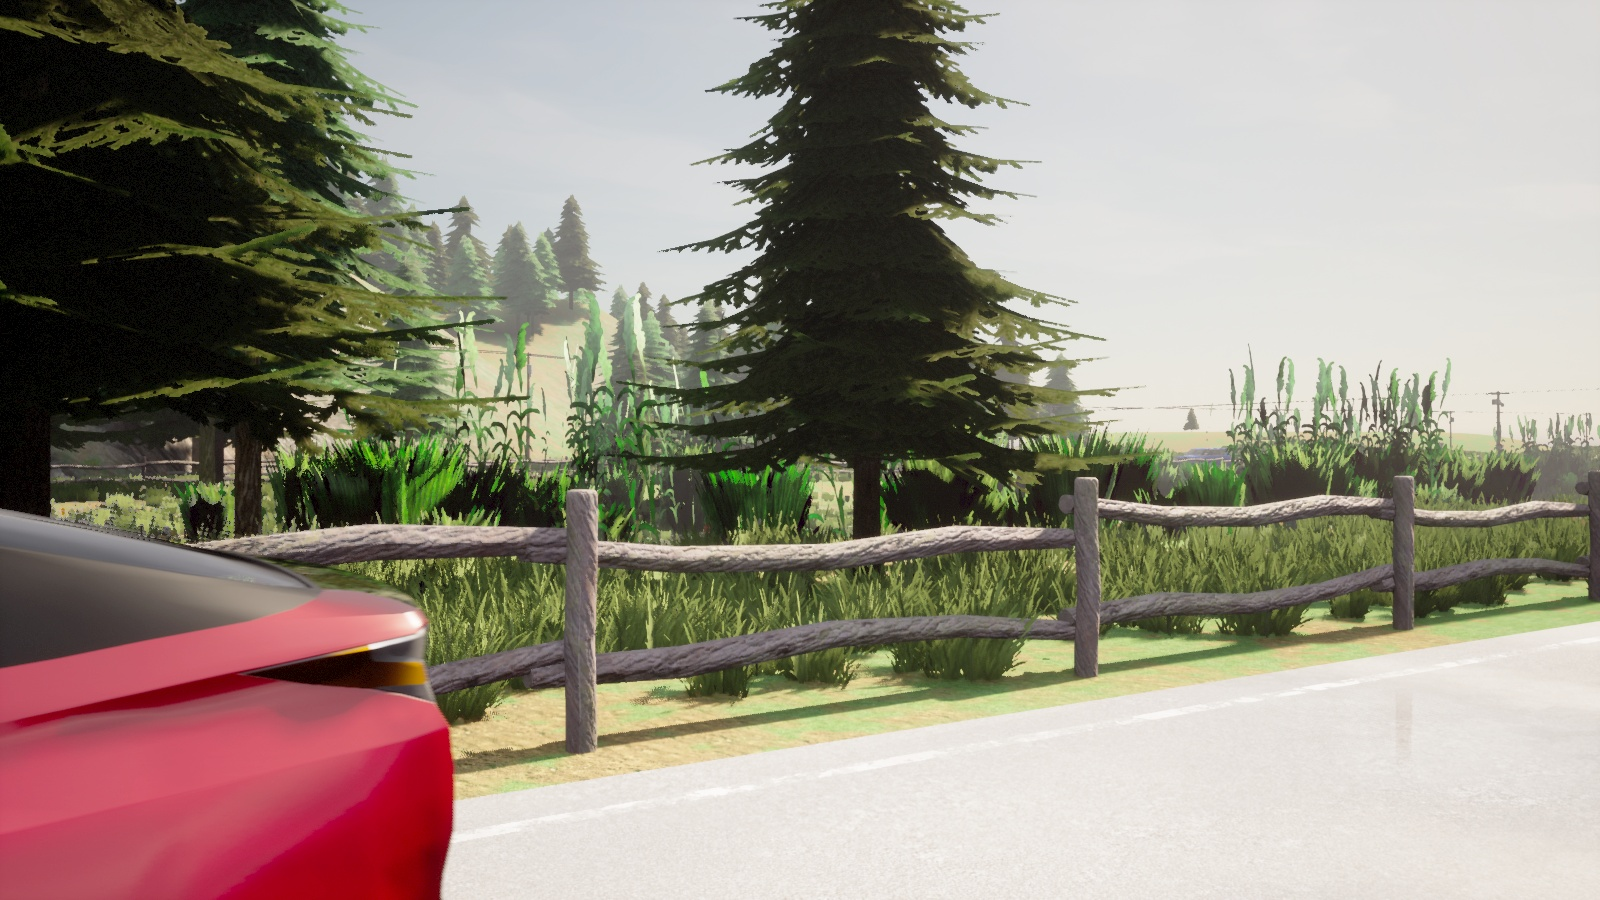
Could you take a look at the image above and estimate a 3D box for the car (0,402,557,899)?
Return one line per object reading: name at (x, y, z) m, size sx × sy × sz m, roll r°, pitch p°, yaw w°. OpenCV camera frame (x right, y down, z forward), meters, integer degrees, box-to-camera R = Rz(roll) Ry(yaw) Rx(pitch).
car at (-2.840, 0.702, 1.678) m, size 4.514 × 1.525 × 2.007 m, roll 0°, pitch 0°, yaw -35°
